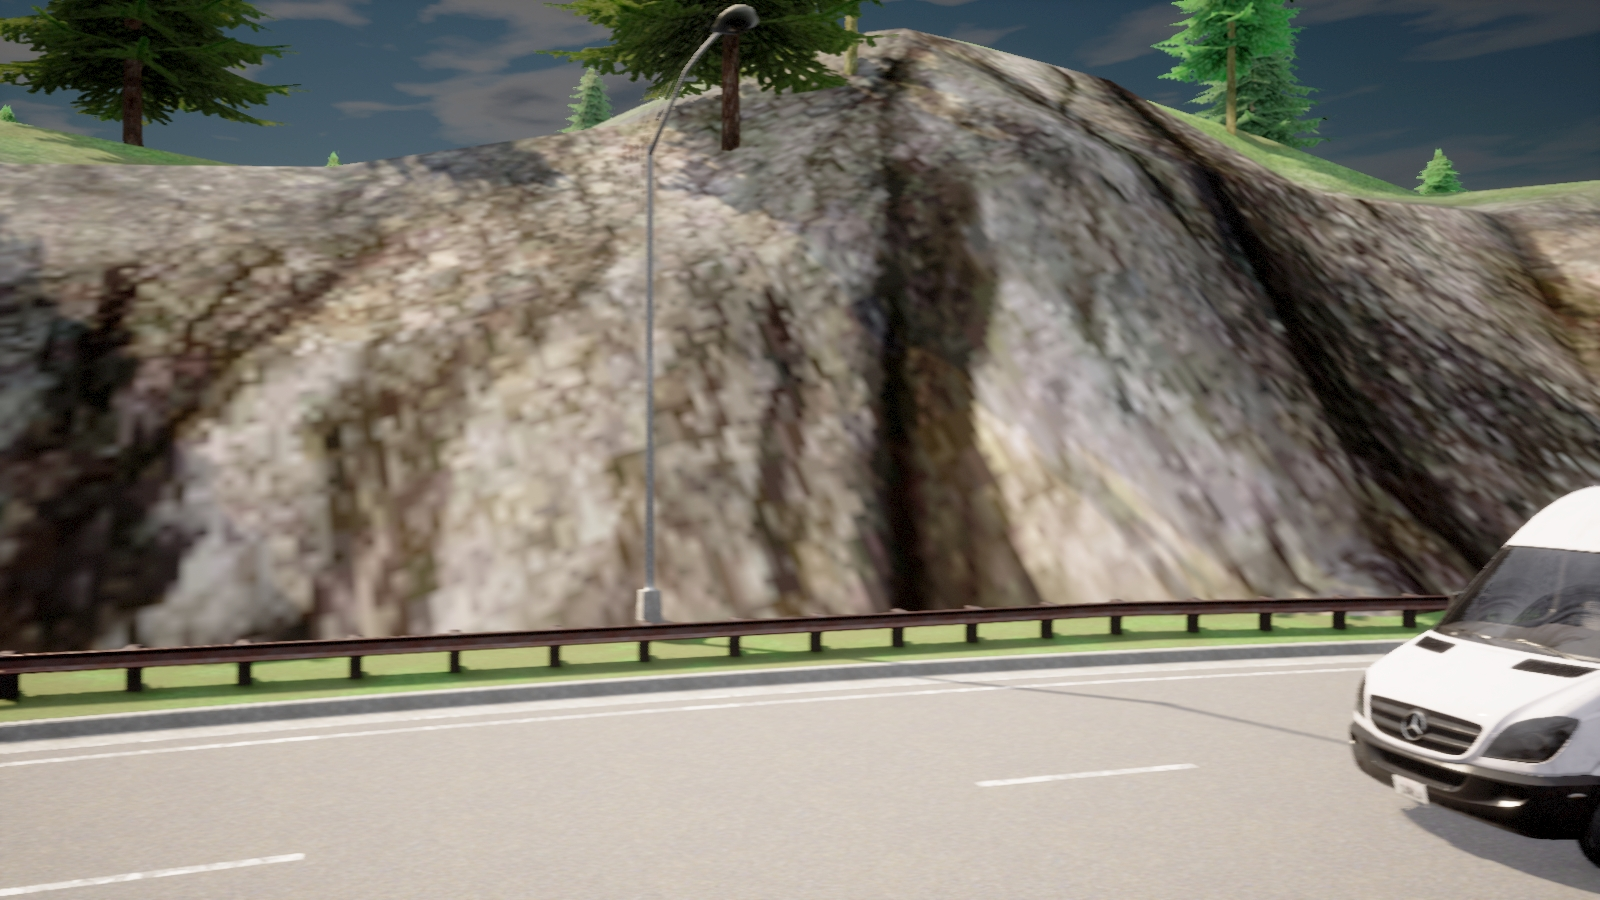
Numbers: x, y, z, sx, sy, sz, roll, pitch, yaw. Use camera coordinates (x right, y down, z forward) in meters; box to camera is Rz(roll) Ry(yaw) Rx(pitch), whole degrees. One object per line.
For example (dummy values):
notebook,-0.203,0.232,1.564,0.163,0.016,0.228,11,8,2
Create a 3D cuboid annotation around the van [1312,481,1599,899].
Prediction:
van,7.182,1.534,8.772,5.915,2.561,1.988,0,-1,-13
